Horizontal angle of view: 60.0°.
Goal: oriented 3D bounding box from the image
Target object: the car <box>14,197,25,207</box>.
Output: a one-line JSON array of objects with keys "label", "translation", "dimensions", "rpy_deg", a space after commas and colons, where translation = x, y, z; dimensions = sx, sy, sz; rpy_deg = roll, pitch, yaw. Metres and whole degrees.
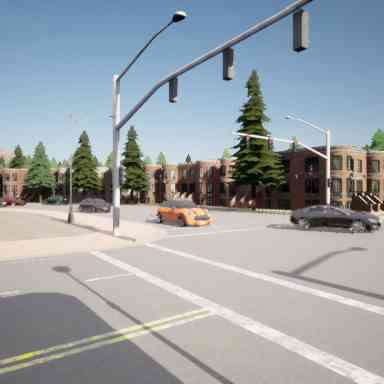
[{"label": "car", "translation": [-27.943, 1.520, 50.919], "dimensions": [5.008, 1.535, 1.882], "rpy_deg": [0, 0, 16]}]

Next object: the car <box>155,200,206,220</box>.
[{"label": "car", "translation": [-1.126, 1.491, 29.331], "dimensions": [2.128, 1.511, 4.902], "rpy_deg": [0, 0, -37]}]

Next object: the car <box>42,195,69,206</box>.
[{"label": "car", "translation": [-23.239, 1.352, 56.492], "dimensions": [4.553, 1.767, 2.097], "rpy_deg": [0, 0, 21]}]

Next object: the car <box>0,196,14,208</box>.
[{"label": "car", "translation": [-28.514, 1.493, 47.410], "dimensions": [4.902, 1.511, 2.128], "rpy_deg": [0, 0, 17]}]

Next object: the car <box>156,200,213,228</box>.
[{"label": "car", "translation": [-0.603, 1.352, 22.580], "dimensions": [2.097, 1.767, 4.553], "rpy_deg": [0, 0, -35]}]

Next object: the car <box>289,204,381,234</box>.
[{"label": "car", "translation": [8.148, 1.492, 19.280], "dimensions": [4.902, 1.511, 2.128], "rpy_deg": [0, 0, 34]}]

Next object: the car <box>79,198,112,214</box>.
[{"label": "car", "translation": [-10.433, 1.504, 35.630], "dimensions": [1.837, 1.490, 4.892], "rpy_deg": [1, 0, -43]}]

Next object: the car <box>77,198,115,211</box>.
[{"label": "car", "translation": [-12.163, 1.492, 42.080], "dimensions": [4.902, 1.511, 2.128], "rpy_deg": [0, 0, 39]}]

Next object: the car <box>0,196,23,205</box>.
[{"label": "car", "translation": [-32.922, 1.491, 58.961], "dimensions": [4.902, 1.511, 2.128], "rpy_deg": [0, 0, 9]}]
